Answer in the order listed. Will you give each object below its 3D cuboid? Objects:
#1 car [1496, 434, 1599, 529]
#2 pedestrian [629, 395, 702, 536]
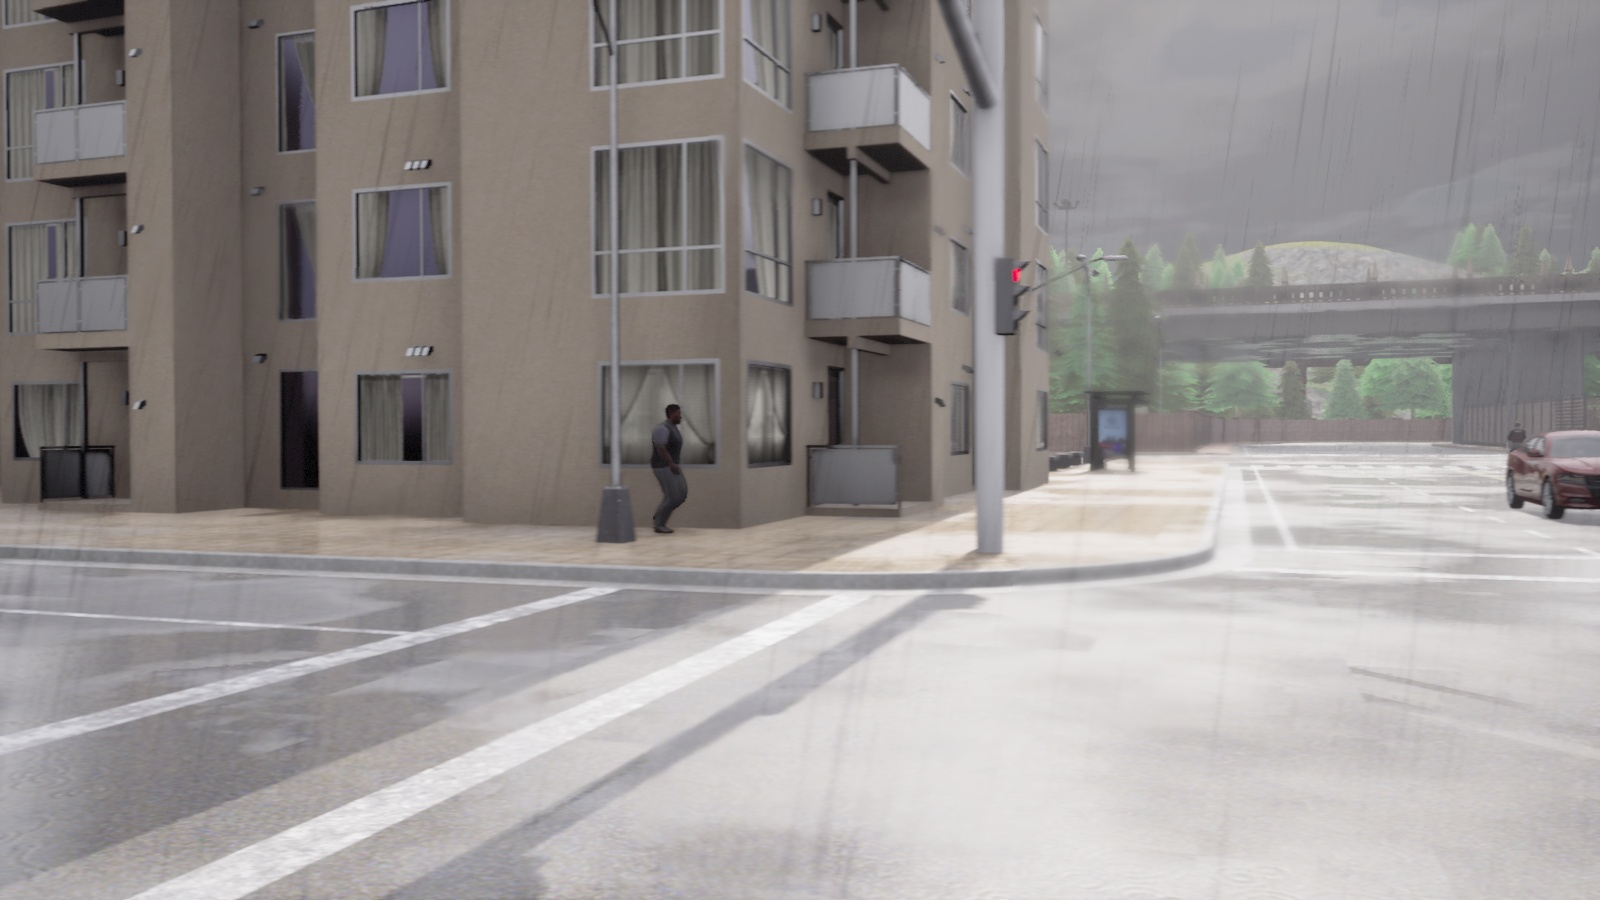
[{"bbox_3d":[14.147,0.494,22.718,1.882,1.535,5.008,1,1,19],"label":"car"},{"bbox_3d":[-1.832,0.203,17.162,0.849,1.883,0.563,0,1,12],"label":"pedestrian"}]
